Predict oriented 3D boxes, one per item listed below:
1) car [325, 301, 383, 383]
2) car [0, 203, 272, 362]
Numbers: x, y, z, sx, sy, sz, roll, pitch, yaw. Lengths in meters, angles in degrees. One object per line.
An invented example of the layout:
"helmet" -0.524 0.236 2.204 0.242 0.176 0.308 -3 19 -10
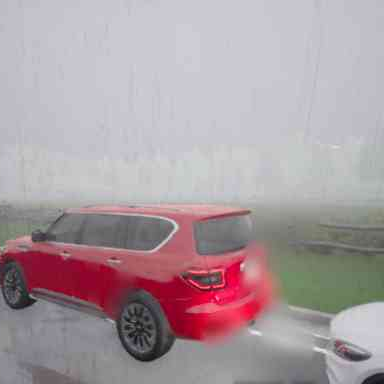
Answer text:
"car" 3.554 1.531 2.622 4.674 1.442 1.812 0 0 36
"car" -1.352 1.215 6.126 5.566 2.045 2.150 0 0 36
